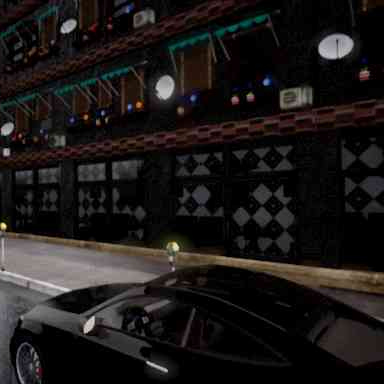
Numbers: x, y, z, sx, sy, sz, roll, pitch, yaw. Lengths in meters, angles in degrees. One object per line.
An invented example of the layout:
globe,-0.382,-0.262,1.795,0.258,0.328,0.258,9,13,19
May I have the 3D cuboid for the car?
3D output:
car,0.011,1.524,3.428,4.674,1.442,1.812,0,0,35
